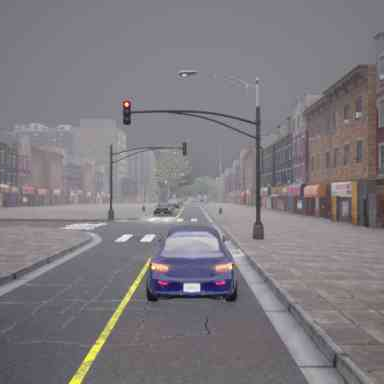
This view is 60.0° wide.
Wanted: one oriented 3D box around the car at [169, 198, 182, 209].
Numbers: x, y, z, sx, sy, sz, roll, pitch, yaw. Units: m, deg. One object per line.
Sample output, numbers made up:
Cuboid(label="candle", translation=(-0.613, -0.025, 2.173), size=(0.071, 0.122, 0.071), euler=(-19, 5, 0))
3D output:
Cuboid(label="car", translation=(-2.886, 1.801, 50.918), size=(1.882, 1.535, 5.008), euler=(0, 0, 0))

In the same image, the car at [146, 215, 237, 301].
Cuboid(label="car", translation=(-0.001, 1.537, 8.199), size=(1.812, 1.442, 4.674), euler=(0, 0, 0))

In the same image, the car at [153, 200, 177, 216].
Cuboid(label="car", translation=(-2.901, 1.775, 34.679), size=(1.895, 1.301, 4.718), euler=(0, -1, 1))
